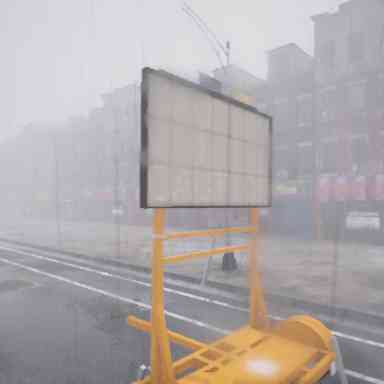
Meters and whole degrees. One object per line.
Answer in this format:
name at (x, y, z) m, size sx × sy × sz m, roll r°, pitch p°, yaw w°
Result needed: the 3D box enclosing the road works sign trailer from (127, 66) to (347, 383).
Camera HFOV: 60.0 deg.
road works sign trailer at (0.148, 0.595, 4.059) m, size 2.880 × 3.560 × 2.380 m, roll -1°, pitch -2°, yaw 42°
